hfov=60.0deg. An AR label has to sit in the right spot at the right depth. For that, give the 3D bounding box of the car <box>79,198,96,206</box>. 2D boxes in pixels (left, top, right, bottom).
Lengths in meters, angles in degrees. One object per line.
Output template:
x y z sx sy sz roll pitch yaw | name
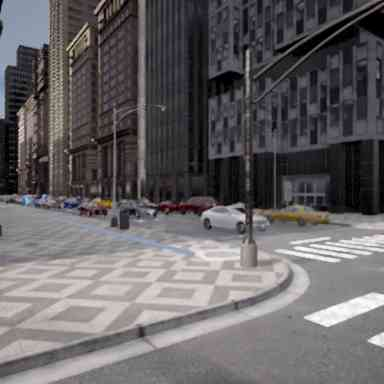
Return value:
-18.738 1.713 59.538 1.802 1.307 4.206 0 0 -35 | car

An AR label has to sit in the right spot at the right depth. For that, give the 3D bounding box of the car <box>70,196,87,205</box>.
-21.973 1.588 64.110 1.967 1.590 4.097 0 0 -35 | car

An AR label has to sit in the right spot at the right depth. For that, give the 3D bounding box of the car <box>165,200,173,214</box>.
-2.563 1.598 36.672 1.887 1.381 4.507 0 0 -35 | car

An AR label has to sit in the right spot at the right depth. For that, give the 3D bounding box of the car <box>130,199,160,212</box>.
-5.896 1.594 41.384 1.752 1.417 4.829 0 0 -35 | car

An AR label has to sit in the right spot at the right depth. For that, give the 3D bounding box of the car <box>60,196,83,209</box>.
-16.316 1.566 46.102 1.882 1.535 5.008 0 -1 -35 | car

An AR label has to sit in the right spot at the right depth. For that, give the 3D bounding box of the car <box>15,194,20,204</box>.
-32.061 1.678 63.609 1.752 1.417 4.829 0 0 -35 | car

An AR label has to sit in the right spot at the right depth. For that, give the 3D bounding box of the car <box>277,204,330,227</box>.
7.044 1.534 23.091 1.752 1.417 4.829 0 0 -35 | car

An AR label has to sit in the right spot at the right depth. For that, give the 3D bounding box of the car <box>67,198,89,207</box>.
-18.871 1.665 54.946 2.033 1.411 5.357 0 0 -35 | car

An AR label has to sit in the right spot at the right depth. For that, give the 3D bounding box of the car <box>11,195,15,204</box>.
-35.394 1.752 68.321 1.802 1.307 4.206 0 0 -35 | car

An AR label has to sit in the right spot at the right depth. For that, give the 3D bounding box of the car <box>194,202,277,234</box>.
2.376 1.526 19.505 1.812 1.442 4.674 0 0 -37 | car

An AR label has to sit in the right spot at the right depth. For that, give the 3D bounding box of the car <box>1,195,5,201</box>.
-45.100 1.662 82.042 1.967 1.590 4.097 0 0 -35 | car

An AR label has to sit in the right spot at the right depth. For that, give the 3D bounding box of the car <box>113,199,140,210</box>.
-9.033 1.634 45.818 2.008 1.369 4.403 0 0 -35 | car

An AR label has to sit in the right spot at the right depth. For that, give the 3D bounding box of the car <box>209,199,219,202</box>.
3.809 1.549 27.664 1.752 1.417 4.829 0 0 -35 | car

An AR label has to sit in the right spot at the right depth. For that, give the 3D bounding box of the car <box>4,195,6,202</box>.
-41.865 1.786 77.468 1.802 1.307 4.206 0 0 -35 | car

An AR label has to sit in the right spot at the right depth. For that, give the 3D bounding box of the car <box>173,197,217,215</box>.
0.672 1.353 32.098 2.192 1.841 5.009 0 0 -35 | car

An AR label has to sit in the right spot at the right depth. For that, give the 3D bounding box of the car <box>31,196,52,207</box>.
-22.453 1.686 50.027 1.802 1.307 4.206 0 0 -35 | car

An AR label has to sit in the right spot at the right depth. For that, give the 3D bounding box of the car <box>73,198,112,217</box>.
-9.512 1.587 31.734 1.887 1.381 4.507 0 0 -35 | car

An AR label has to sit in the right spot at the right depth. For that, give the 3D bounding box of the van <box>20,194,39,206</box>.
-28.924 1.478 59.175 1.690 1.788 3.998 0 0 -35 | van

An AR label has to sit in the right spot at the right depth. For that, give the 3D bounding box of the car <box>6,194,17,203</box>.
-38.630 1.502 72.895 2.192 1.841 5.009 0 0 -35 | car

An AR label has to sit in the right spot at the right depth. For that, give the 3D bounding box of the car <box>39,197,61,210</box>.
-19.218 1.670 45.454 1.802 1.307 4.206 0 0 -35 | car

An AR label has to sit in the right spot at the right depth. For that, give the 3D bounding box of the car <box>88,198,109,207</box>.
-15.503 1.681 54.964 1.947 1.339 4.313 0 0 -35 | car

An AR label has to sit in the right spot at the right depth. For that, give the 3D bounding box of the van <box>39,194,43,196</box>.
-38.149 1.574 86.977 1.690 1.788 3.998 0 0 -35 | van

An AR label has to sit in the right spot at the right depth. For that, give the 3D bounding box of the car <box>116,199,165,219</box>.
-4.792 1.525 29.678 2.128 1.511 4.902 0 0 -35 | car
